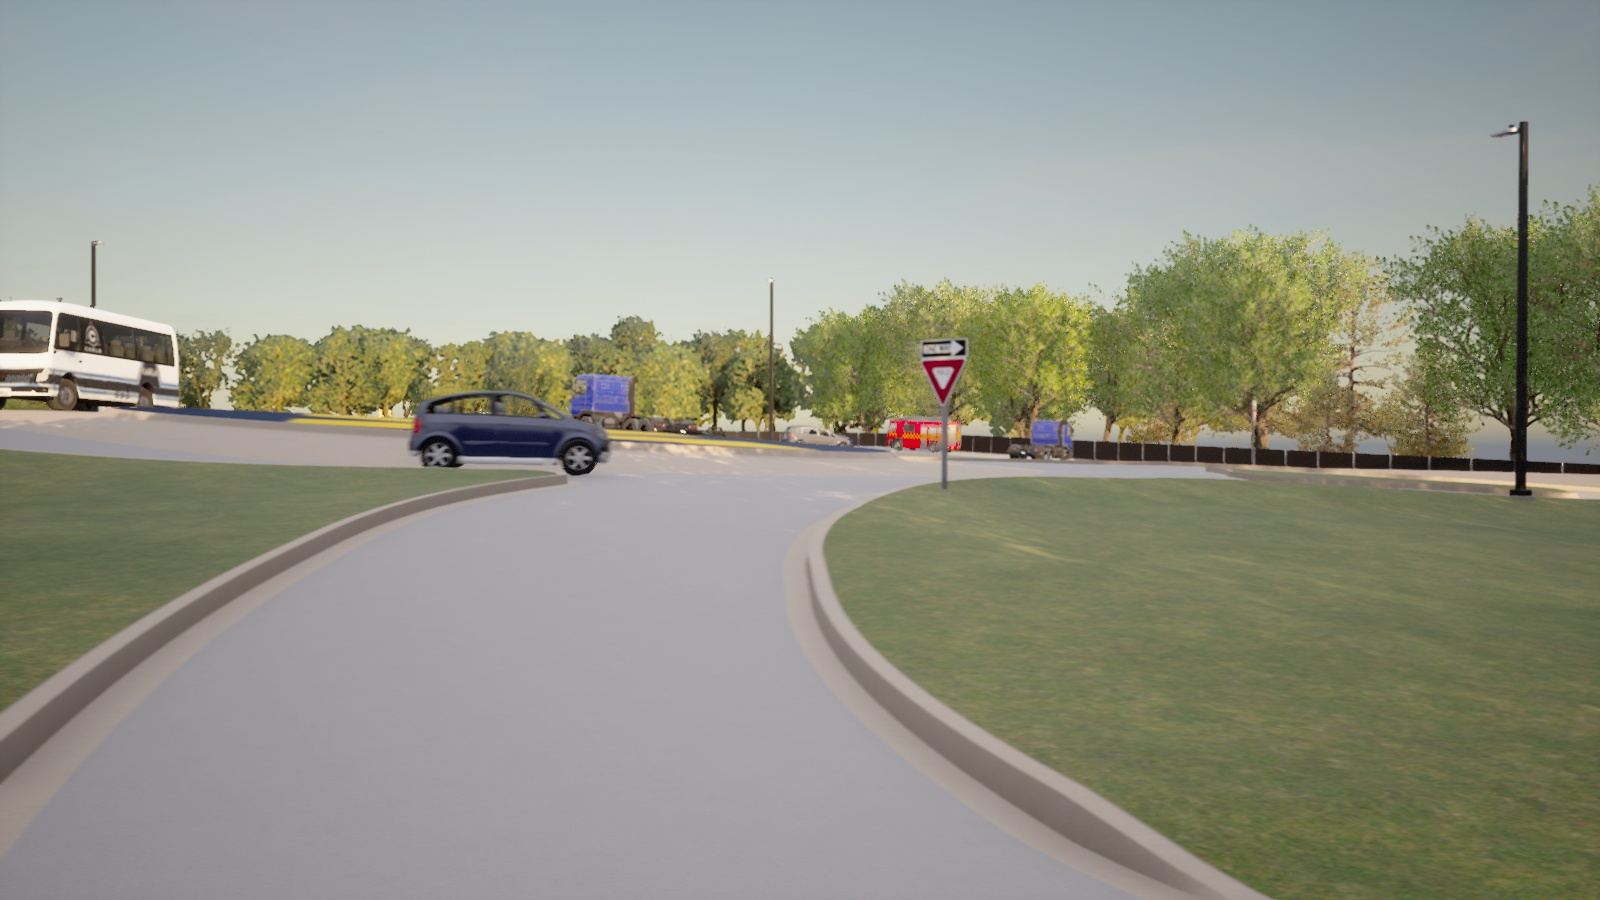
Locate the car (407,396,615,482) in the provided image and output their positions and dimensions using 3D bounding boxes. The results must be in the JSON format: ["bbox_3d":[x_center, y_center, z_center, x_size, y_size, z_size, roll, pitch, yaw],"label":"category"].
[{"bbox_3d":[-5.390,-0.202,23.795,3.705,1.549,1.789,0,0,-8],"label":"car"}]

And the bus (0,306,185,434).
[{"bbox_3d":[-29.009,-2.924,49.980,3.944,4.253,10.273,-1,-1,0],"label":"bus"}]

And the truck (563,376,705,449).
[{"bbox_3d":[-8.585,-1.961,64.171,2.891,3.462,7.936,2,1,-45],"label":"truck"}]

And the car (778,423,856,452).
[{"bbox_3d":[1.125,-0.834,82.692,4.611,1.667,2.242,2,1,-18],"label":"car"}]
